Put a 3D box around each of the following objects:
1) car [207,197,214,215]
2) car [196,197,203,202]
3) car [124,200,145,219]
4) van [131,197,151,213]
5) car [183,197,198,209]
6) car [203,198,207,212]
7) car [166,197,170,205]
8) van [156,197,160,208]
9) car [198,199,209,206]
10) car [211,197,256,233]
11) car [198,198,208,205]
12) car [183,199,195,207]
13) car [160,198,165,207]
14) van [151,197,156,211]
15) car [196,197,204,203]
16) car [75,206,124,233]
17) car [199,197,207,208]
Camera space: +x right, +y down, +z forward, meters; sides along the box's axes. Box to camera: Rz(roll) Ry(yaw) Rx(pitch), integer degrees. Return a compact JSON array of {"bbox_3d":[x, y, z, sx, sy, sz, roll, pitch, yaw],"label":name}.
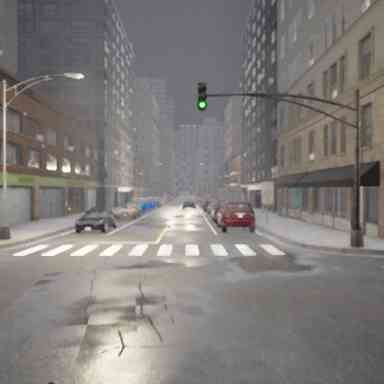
[{"bbox_3d":[2.626,1.492,26.456,2.192,1.841,5.009,-1,0,-1],"label":"car"},{"bbox_3d":[2.054,2.117,93.651,1.752,1.417,4.829,-1,0,-1],"label":"car"},{"bbox_3d":[-5.946,1.741,31.796,1.752,1.417,4.829,-1,0,-1],"label":"car"},{"bbox_3d":[-5.999,1.595,37.552,1.690,1.788,3.998,-1,0,0],"label":"van"},{"bbox_3d":[-0.431,1.838,50.277,1.837,1.490,4.892,0,0,-1],"label":"car"},{"bbox_3d":[2.531,1.777,37.796,1.752,1.417,4.829,-1,0,-1],"label":"car"},{"bbox_3d":[-6.292,1.904,71.064,1.967,1.590,4.097,-1,0,-1],"label":"car"},{"bbox_3d":[-6.097,1.667,48.723,1.690,1.788,3.998,-1,0,-1],"label":"van"},{"bbox_3d":[2.295,1.992,65.553,1.947,1.339,4.313,-1,0,0],"label":"car"},{"bbox_3d":[2.673,1.454,20.870,2.192,1.841,5.009,-1,0,-1],"label":"car"},{"bbox_3d":[2.247,2.011,71.139,2.008,1.369,4.403,-1,0,0],"label":"car"},{"bbox_3d":[-0.522,1.945,60.698,2.033,1.411,5.357,0,0,-1],"label":"car"},{"bbox_3d":[-6.146,1.676,54.309,2.192,1.841,5.009,-1,0,0],"label":"car"},{"bbox_3d":[-6.048,1.631,43.138,1.690,1.788,3.998,-1,0,-1],"label":"van"},{"bbox_3d":[2.104,2.110,87.895,2.008,1.369,4.403,-1,0,0],"label":"car"},{"bbox_3d":[-5.849,1.708,20.794,1.947,1.339,4.313,-1,0,-1],"label":"car"},{"bbox_3d":[2.483,1.602,43.212,2.192,1.841,5.009,-1,0,-1],"label":"car"}]
